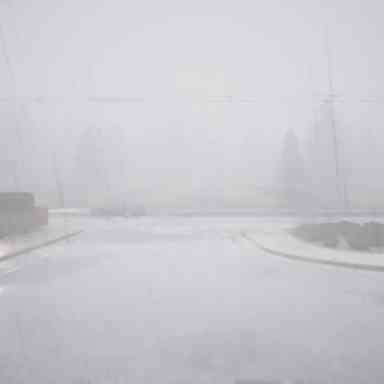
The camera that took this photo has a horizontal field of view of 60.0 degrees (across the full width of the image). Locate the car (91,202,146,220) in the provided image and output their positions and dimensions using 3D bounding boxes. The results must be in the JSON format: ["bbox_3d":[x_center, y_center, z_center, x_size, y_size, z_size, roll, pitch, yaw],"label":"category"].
[{"bbox_3d":[-6.427,1.591,28.930,4.902,1.511,2.128,0,-1,17],"label":"car"}]
